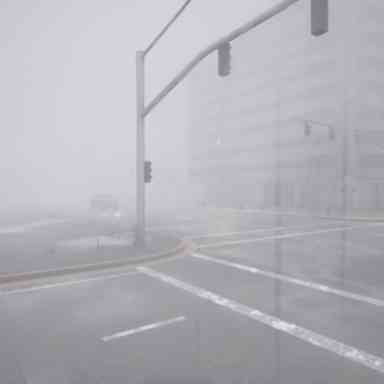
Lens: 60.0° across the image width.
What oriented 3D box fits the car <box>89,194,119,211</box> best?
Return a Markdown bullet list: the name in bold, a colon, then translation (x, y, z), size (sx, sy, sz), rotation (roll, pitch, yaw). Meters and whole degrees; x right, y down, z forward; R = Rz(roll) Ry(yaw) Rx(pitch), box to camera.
- **car**: translation (-10.875, 1.218, 40.905), size (2.150, 2.045, 5.566), rotation (0, 0, -35)
